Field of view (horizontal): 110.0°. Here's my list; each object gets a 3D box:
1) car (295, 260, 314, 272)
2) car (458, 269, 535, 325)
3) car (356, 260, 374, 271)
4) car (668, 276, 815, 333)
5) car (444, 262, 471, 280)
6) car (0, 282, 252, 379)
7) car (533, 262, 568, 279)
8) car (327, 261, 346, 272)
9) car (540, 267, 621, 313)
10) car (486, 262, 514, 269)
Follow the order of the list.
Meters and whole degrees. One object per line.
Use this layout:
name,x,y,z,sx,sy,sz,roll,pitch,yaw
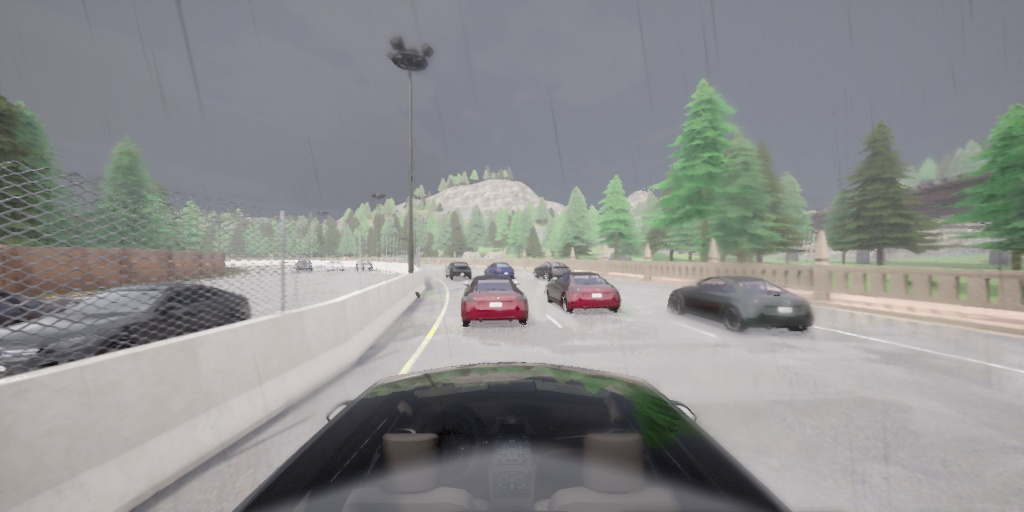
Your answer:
car,-27.210,1.328,47.064,1.837,1.490,4.892,0,0,-31
car,-0.654,1.309,11.865,1.994,1.385,4.181,0,0,-6
car,-19.988,1.287,48.576,2.128,1.511,4.902,0,0,-30
car,6.485,1.282,10.705,1.994,1.385,4.181,0,0,-5
car,-4.778,1.252,31.605,1.837,1.490,4.892,0,0,-17
car,-7.436,1.301,7.347,1.812,1.442,4.674,0,0,-4
car,3.186,1.209,29.201,2.128,1.511,4.902,0,0,-15
car,-23.182,1.333,47.113,1.812,1.442,4.674,0,0,-30
car,2.607,1.295,14.013,1.994,1.385,4.181,0,0,-7
car,-1.104,1.259,31.485,1.812,1.442,4.674,0,0,-16
